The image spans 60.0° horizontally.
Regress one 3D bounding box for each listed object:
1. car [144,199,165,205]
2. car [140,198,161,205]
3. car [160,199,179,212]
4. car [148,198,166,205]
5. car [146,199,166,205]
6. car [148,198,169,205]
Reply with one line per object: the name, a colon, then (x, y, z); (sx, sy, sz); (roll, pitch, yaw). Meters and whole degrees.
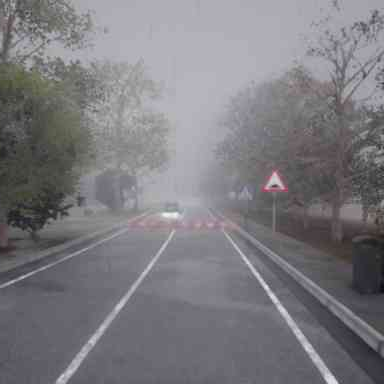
car: (-9.455, 2.543, 83.967); (4.892, 1.521, 2.231); (0, -2, 0)
car: (-9.285, 2.448, 81.199); (5.366, 1.575, 1.946); (0, -2, 0)
car: (-2.727, 1.921, 45.225); (2.128, 1.511, 4.902); (0, 0, 1)
car: (-9.438, 2.625, 89.518); (4.553, 1.767, 2.185); (0, -2, 0)
car: (-9.435, 2.642, 86.738); (5.008, 1.535, 2.097); (0, -2, 0)
car: (-9.357, 2.613, 92.292); (5.566, 2.045, 2.435); (0, -2, 0)
